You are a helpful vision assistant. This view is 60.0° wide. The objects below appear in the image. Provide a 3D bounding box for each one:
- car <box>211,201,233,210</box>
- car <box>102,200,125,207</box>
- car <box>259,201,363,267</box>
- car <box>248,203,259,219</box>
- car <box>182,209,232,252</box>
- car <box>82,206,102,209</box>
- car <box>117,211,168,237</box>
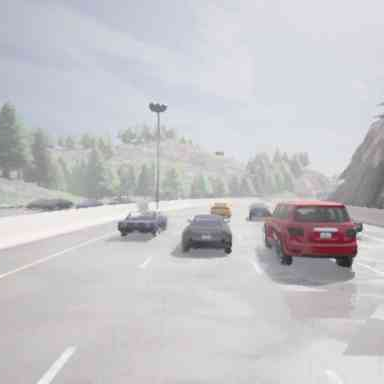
[{"bbox_3d":[2.970,1.677,32.863,1.882,1.535,5.008,0,0,10],"label":"car"},{"bbox_3d":[-9.361,1.500,43.553,2.097,1.767,4.553,0,0,13],"label":"car"},{"bbox_3d":[3.998,1.322,12.105,2.150,2.045,5.566,0,0,4],"label":"car"},{"bbox_3d":[6.238,1.743,31.036,1.812,1.442,4.674,0,0,9],"label":"car"},{"bbox_3d":[0.701,1.646,14.345,1.994,1.385,4.181,0,0,5],"label":"car"},{"bbox_3d":[-13.053,1.638,43.045,1.812,1.442,4.674,0,0,12],"label":"car"},{"bbox_3d":[-2.538,1.677,18.529,1.895,1.301,4.718,0,0,5],"label":"car"}]
